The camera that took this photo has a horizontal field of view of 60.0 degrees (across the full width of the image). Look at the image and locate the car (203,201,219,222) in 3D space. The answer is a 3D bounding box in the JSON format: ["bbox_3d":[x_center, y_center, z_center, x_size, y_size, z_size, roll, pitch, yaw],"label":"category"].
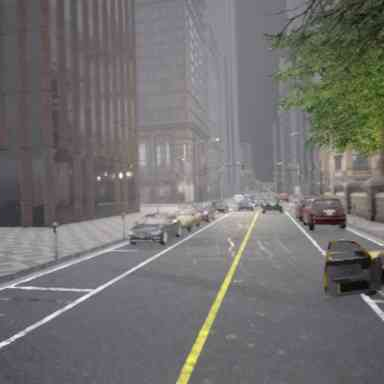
[{"bbox_3d":[0.722,1.602,27.240,1.967,1.590,4.097,-2,0,13],"label":"car"}]

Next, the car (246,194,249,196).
[{"bbox_3d":[10.195,1.588,69.333,1.967,1.590,4.097,-2,0,13],"label":"car"}]

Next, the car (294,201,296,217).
[{"bbox_3d":[9.035,1.226,25.379,2.192,1.841,5.009,-2,0,13],"label":"car"}]

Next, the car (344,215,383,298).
[{"bbox_3d":[4.102,1.378,5.338,1.801,1.575,5.366,-2,0,13],"label":"car"}]

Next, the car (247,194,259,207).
[{"bbox_3d":[9.800,1.510,46.318,2.128,1.511,4.902,-2,-1,39],"label":"car"}]

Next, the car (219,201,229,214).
[{"bbox_3d":[3.151,1.719,38.017,1.947,1.339,4.313,-2,0,13],"label":"car"}]

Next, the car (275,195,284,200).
[{"bbox_3d":[23.293,1.461,88.701,2.008,1.369,4.403,-2,0,13],"label":"car"}]

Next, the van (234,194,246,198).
[{"bbox_3d":[8.998,1.487,64.025,1.690,1.788,3.998,-2,0,13],"label":"van"}]

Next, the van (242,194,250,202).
[{"bbox_3d":[13.777,1.499,85.259,1.690,1.788,3.998,-2,0,13],"label":"van"}]

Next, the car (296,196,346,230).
[{"bbox_3d":[7.821,1.229,19.990,2.192,1.841,5.009,-2,0,13],"label":"car"}]

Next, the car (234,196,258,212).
[{"bbox_3d":[6.706,1.617,41.260,2.033,1.411,5.357,-2,0,13],"label":"car"}]

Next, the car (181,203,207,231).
[{"bbox_3d":[-0.527,1.690,21.684,1.752,1.417,4.829,-2,0,13],"label":"car"}]

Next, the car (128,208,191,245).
[{"bbox_3d":[-1.702,1.715,16.460,2.008,1.369,4.403,-2,0,13],"label":"car"}]

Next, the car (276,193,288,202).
[{"bbox_3d":[19.702,1.214,72.779,2.192,1.841,5.009,-2,0,13],"label":"car"}]

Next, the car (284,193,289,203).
[{"bbox_3d":[18.507,1.212,67.471,2.192,1.841,5.009,-2,0,13],"label":"car"}]

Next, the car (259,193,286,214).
[{"bbox_3d":[8.672,1.334,35.985,2.097,1.767,4.553,-2,0,13],"label":"car"}]
